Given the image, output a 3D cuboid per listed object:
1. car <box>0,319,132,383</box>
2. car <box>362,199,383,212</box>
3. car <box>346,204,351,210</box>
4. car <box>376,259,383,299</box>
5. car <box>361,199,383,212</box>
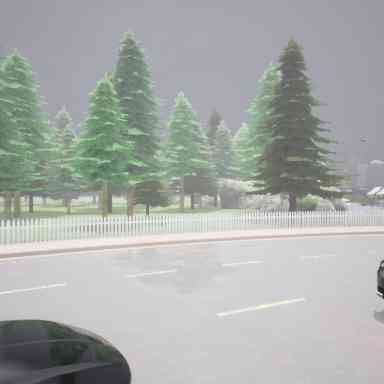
[{"bbox_3d":[-2.700,1.478,1.637,5.008,1.535,1.882,0,0,-36],"label":"car"},{"bbox_3d":[19.880,1.619,35.735,1.994,1.385,4.181,0,0,-3],"label":"car"},{"bbox_3d":[19.290,1.277,45.246,2.150,2.045,5.566,0,0,-4],"label":"car"},{"bbox_3d":[5.653,1.492,6.125,4.902,1.511,2.128,0,0,-23],"label":"car"},{"bbox_3d":[23.060,1.581,41.055,1.812,1.442,4.674,0,0,-4],"label":"car"}]
